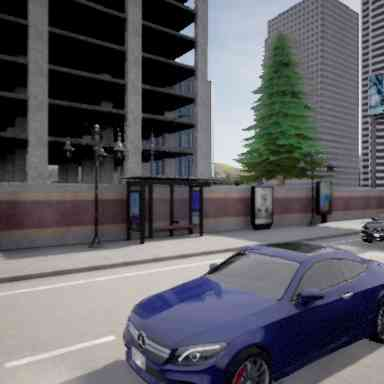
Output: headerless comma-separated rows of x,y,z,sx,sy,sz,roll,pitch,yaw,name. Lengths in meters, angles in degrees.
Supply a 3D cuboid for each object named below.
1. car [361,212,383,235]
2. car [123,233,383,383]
9.525,1.535,14.981,4.892,1.490,1.837,1,0,-35,car
1.321,1.532,4.923,4.674,1.442,1.812,0,0,-36,car
